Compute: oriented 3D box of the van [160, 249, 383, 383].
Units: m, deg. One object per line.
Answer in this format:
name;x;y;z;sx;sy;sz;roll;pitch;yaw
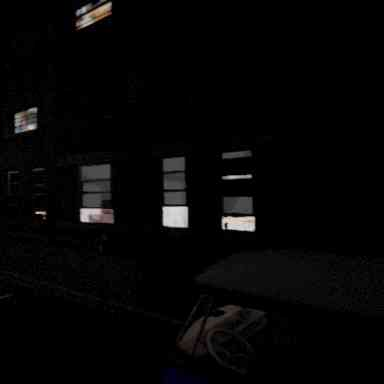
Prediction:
van;1.600;1.342;1.755;3.998;1.788;1.690;0;-1;36
